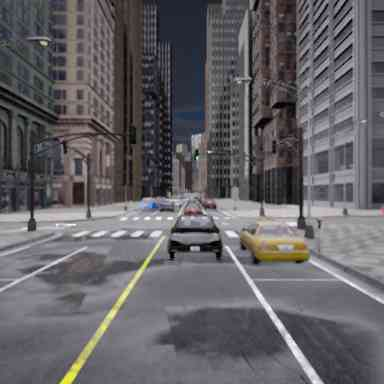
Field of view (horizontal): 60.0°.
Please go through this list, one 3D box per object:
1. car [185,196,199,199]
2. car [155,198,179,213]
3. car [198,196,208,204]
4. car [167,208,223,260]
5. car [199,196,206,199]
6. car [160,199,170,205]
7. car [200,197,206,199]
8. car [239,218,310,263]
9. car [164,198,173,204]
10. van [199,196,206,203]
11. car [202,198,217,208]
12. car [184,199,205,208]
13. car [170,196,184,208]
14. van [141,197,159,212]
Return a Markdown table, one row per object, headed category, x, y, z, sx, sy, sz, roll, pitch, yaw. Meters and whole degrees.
| category | x | y | z | sx | sy | sz | roll | pitch | yaw |
| --- | --- | --- | --- | --- | --- | --- | --- | --- | --- |
| car | -0.015 | 2.106 | 73.076 | 2.128 | 1.511 | 4.902 | 0 | 0 | 0 |
| car | -3.101 | 1.875 | 42.426 | 2.033 | 1.411 | 5.357 | 0 | 0 | 0 |
| car | 2.751 | 1.981 | 83.186 | 2.192 | 1.841 | 5.009 | 0 | 0 | 0 |
| car | 0.145 | 1.589 | 12.910 | 2.128 | 1.511 | 4.902 | 0 | 0 | 1 |
| car | 2.759 | 2.054 | 66.779 | 1.752 | 1.417 | 4.829 | 0 | 0 | 0 |
| car | -5.790 | 2.156 | 72.148 | 1.802 | 1.307 | 4.206 | 0 | 0 | 0 |
| car | 2.764 | 1.979 | 55.558 | 1.887 | 1.381 | 4.507 | 0 | 0 | 0 |
| car | 2.763 | 1.617 | 12.111 | 1.752 | 1.417 | 4.829 | 0 | 0 | 0 |
| car | -5.790 | 2.217 | 83.198 | 2.008 | 1.369 | 4.403 | 0 | 0 | 0 |
| van | 2.749 | 2.053 | 88.711 | 1.690 | 1.788 | 3.998 | 0 | 0 | 0 |
| car | 2.766 | 1.934 | 50.033 | 1.887 | 1.381 | 4.507 | 0 | 0 | 0 |
| car | 0.089 | 1.851 | 37.415 | 1.994 | 1.385 | 4.181 | 0 | 0 | 0 |
| car | -3.055 | 1.685 | 59.058 | 2.150 | 2.045 | 5.566 | 0 | 0 | 1 |
| van | -5.789 | 1.686 | 44.526 | 1.690 | 1.788 | 3.998 | 0 | 0 | 0 |
